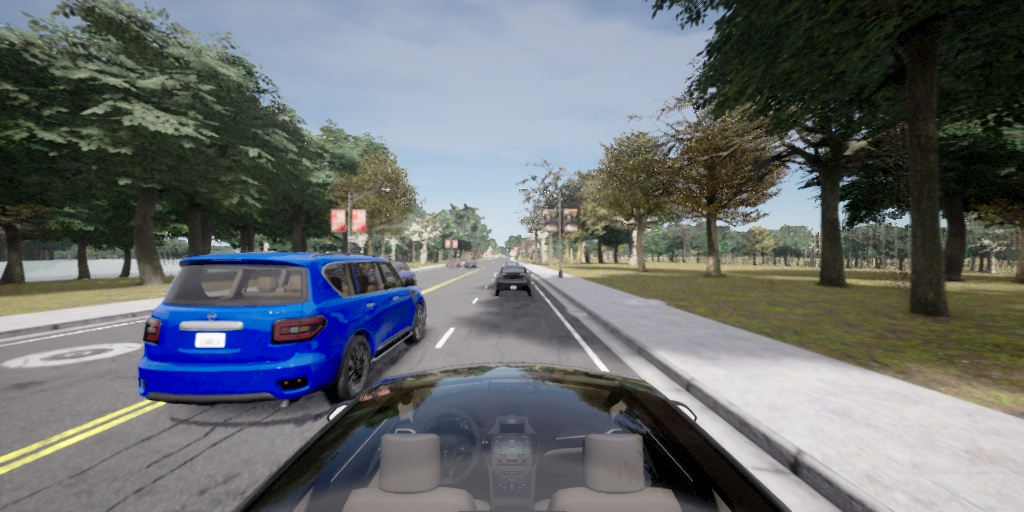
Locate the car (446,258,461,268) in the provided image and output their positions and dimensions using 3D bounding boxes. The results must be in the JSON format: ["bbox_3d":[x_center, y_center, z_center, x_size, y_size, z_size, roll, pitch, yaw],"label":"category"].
[{"bbox_3d":[-10.143,1.208,62.830,2.097,1.767,4.553,0,0,0],"label":"car"}]

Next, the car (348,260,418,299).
[{"bbox_3d":[-6.631,1.114,19.003,2.097,1.767,4.553,0,0,0],"label":"car"}]

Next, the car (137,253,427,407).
[{"bbox_3d":[-3.153,0.973,6.429,2.150,2.045,5.566,0,0,0],"label":"car"}]

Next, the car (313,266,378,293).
[{"bbox_3d":[-9.889,1.330,21.690,1.994,1.385,4.181,0,0,0],"label":"car"}]

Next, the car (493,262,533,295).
[{"bbox_3d":[0.065,1.266,19.576,1.837,1.490,4.892,0,0,0],"label":"car"}]

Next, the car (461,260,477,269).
[{"bbox_3d":[-6.874,1.325,59.774,1.882,1.535,5.008,0,0,0],"label":"car"}]
